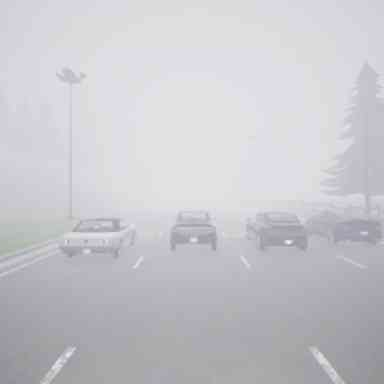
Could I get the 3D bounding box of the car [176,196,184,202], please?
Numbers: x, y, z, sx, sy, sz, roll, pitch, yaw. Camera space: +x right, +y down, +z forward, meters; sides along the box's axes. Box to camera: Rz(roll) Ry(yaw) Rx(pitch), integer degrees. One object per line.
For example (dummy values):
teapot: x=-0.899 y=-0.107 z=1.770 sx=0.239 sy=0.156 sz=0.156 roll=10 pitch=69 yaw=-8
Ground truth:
car: x=-3.457 y=1.951 z=94.862 sx=1.837 sy=1.490 sz=4.892 roll=0 pitch=0 yaw=0

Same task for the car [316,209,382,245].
car: x=7.084 y=1.556 z=16.121 sx=1.882 sy=1.535 sz=5.008 roll=0 pitch=0 yaw=0

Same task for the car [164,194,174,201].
car: x=-6.957 y=2.007 z=95.310 sx=1.994 sy=1.385 sz=4.181 roll=0 pitch=0 yaw=0

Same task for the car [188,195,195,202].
car: x=0.043 y=1.978 z=95.277 sx=1.812 sy=1.442 sz=4.674 roll=0 pitch=0 yaw=0

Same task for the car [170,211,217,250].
car: x=0.075 y=1.564 z=14.606 sx=2.128 sy=1.511 sz=4.902 roll=0 pitch=0 yaw=0

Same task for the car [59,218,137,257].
car: x=-3.434 y=1.666 z=13.146 sx=1.895 sy=1.301 sz=4.718 roll=0 pitch=0 yaw=0

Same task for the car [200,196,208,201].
car: x=3.543 y=2.006 z=95.275 sx=1.994 sy=1.385 sz=4.181 roll=0 pitch=0 yaw=0

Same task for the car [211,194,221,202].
car: x=7.043 y=1.675 z=94.888 sx=2.150 sy=2.045 sz=5.566 roll=0 pitch=0 yaw=0

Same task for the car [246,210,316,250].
car: x=3.577 y=1.578 z=14.667 sx=1.837 sy=1.490 sz=4.892 roll=0 pitch=0 yaw=0
